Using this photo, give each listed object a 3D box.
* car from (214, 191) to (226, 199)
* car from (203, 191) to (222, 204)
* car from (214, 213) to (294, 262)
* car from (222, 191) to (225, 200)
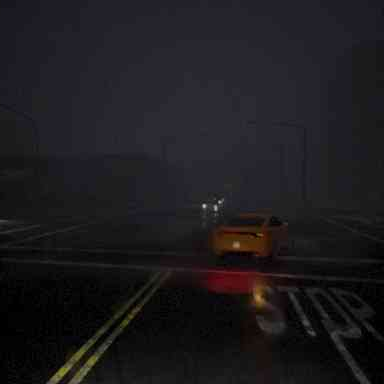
[{"bbox_3d":[5.627,0.551,66.432,2.033,1.411,5.357,0,1,8],"label":"car"},{"bbox_3d":[2.753,0.892,46.806,1.837,1.490,4.892,0,1,8],"label":"car"},{"bbox_3d":[2.428,1.530,12.418,1.882,1.535,5.008,-1,-2,25],"label":"car"},{"bbox_3d":[4.181,0.761,56.611,1.994,1.385,4.181,0,1,9],"label":"car"}]
